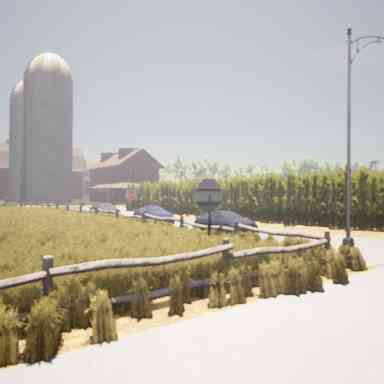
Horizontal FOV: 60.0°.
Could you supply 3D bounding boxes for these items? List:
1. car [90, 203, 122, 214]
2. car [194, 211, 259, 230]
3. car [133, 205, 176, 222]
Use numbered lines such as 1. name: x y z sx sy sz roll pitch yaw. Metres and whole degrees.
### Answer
1. car: -9.259 1.852 35.127 2.033 1.411 5.357 1 0 -35
2. car: 1.910 1.800 19.475 1.994 1.385 4.181 1 -1 -36
3. car: -3.105 1.810 26.488 1.812 1.442 4.674 1 -1 -35
